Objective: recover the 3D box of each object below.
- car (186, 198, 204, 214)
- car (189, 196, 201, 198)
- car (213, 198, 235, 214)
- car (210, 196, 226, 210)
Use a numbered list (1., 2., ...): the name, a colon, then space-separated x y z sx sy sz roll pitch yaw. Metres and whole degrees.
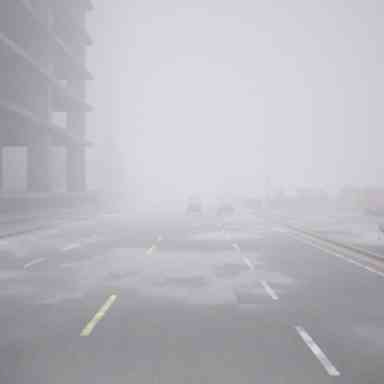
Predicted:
1. car: 0.331 1.784 38.210 2.033 1.411 5.357 0 0 1
2. car: 0.427 1.528 48.736 2.150 2.045 5.566 0 0 1
3. car: 3.835 1.768 38.595 1.812 1.442 4.674 0 0 1
4. car: 3.927 1.531 48.705 2.150 2.045 5.566 0 0 1
